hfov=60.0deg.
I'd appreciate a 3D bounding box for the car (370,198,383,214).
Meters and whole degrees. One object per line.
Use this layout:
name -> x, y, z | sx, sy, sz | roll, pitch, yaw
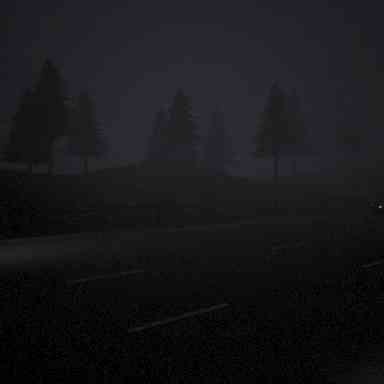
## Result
car -> 17.399, 1.202, 29.034 | 4.181, 1.385, 1.994 | -1, 1, -35
